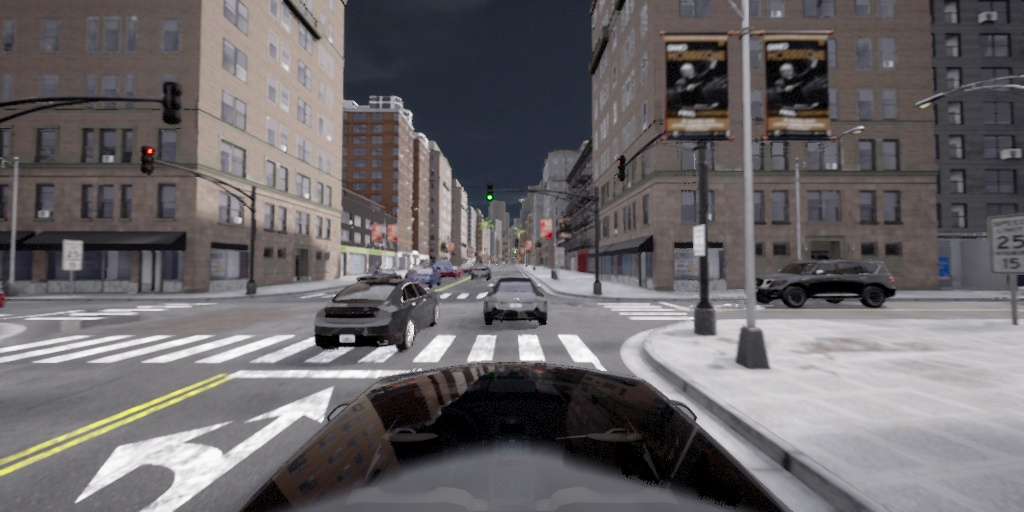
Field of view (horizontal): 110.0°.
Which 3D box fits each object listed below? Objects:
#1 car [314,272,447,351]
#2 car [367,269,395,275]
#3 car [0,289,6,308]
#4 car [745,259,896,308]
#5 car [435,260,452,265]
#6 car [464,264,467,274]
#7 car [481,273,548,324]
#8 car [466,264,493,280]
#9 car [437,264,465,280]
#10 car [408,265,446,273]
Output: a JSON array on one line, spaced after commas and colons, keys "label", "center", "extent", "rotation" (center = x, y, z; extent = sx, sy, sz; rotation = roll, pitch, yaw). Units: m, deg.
[{"label": "car", "center": [-3.147, 1.351, 9.287], "extent": [1.837, 1.490, 4.892], "rotation": [0, 0, 0]}, {"label": "car", "center": [-9.838, 1.678, 26.842], "extent": [1.895, 1.301, 4.718], "rotation": [0, -1, 1]}, {"label": "car", "center": [-21.141, 1.214, 12.635], "extent": [4.553, 1.767, 2.097], "rotation": [0, -2, 1]}, {"label": "car", "center": [13.557, 1.176, 15.956], "extent": [5.566, 2.045, 2.150], "rotation": [0, -2, 0]}, {"label": "car", "center": [-9.781, 1.615, 50.586], "extent": [2.150, 2.045, 5.566], "rotation": [0, 0, 0]}, {"label": "car", "center": [-6.525, 1.879, 50.816], "extent": [1.882, 1.535, 5.008], "rotation": [0, -1, 1]}, {"label": "car", "center": [0.112, 1.438, 12.424], "extent": [1.994, 1.385, 4.181], "rotation": [0, -1, 0]}, {"label": "car", "center": [-3.121, 1.706, 37.239], "extent": [2.128, 1.511, 4.902], "rotation": [0, -1, 0]}, {"label": "car", "center": [-6.559, 1.832, 38.494], "extent": [1.895, 1.301, 4.718], "rotation": [0, -1, 0]}, {"label": "car", "center": [-6.576, 1.608, 27.157], "extent": [1.812, 1.442, 4.674], "rotation": [0, -1, 0]}]
